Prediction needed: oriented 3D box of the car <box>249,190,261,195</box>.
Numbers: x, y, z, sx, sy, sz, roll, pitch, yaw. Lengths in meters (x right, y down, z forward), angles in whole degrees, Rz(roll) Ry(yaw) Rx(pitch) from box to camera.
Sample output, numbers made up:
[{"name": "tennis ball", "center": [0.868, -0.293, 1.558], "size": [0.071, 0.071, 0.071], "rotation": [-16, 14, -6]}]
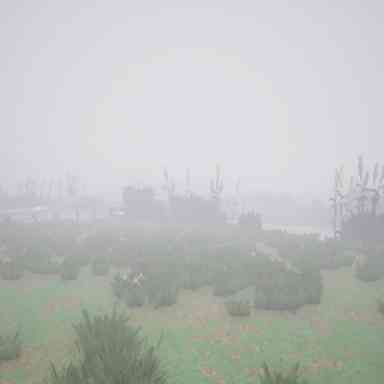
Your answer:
[{"name": "car", "center": [10.224, 0.765, 47.494], "size": [2.150, 2.045, 5.566], "rotation": [0, -2, 44]}]

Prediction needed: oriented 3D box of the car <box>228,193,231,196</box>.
[{"name": "car", "center": [5.676, 0.927, 47.927], "size": [1.882, 1.535, 5.008], "rotation": [0, -1, 44]}]

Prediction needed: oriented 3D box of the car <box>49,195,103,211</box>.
[{"name": "car", "center": [-10.458, 1.107, 30.343], "size": [1.837, 1.490, 4.892], "rotation": [0, 3, 41]}]
